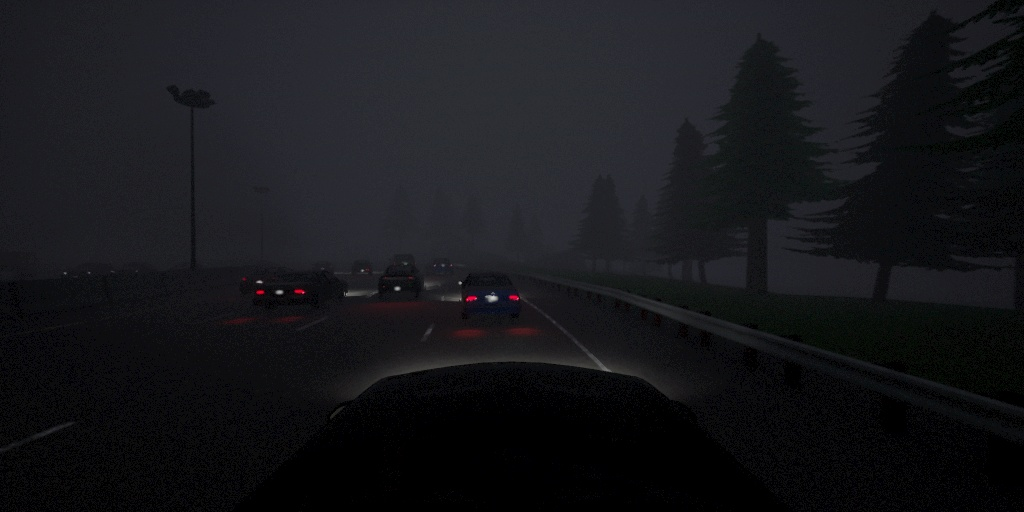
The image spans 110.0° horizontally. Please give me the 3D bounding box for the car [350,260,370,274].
[{"bbox_3d":[-14.936,1.109,35.580,1.837,1.490,4.892,0,0,-25],"label":"car"}]

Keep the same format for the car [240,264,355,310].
[{"bbox_3d":[-8.227,1.253,14.483,2.033,1.411,5.357,0,0,-10],"label":"car"}]

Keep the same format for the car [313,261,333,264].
[{"bbox_3d":[-18.894,1.182,35.791,1.994,1.385,4.181,0,0,-25],"label":"car"}]

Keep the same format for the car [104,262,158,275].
[{"bbox_3d":[-32.087,1.228,30.601,1.812,1.442,4.674,0,0,-28],"label":"car"}]

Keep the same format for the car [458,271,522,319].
[{"bbox_3d":[-0.882,1.235,12.620,2.033,1.411,5.357,0,0,-8],"label":"car"}]

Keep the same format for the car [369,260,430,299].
[{"bbox_3d":[-5.380,1.166,17.775,2.128,1.511,4.902,0,0,-11],"label":"car"}]

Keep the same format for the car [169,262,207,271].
[{"bbox_3d":[-29.078,1.244,32.329,1.994,1.385,4.181,0,0,-28],"label":"car"}]

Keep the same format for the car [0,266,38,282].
[{"bbox_3d":[-37.606,1.352,26.151,1.895,1.301,4.718,0,0,-27],"label":"car"}]

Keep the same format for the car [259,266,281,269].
[{"bbox_3d":[-12.995,1.257,19.719,1.994,1.385,4.181,0,0,-13],"label":"car"}]

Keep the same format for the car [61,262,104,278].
[{"bbox_3d":[-36.250,1.264,31.054,2.033,1.411,5.357,0,0,-30],"label":"car"}]

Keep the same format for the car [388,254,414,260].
[{"bbox_3d":[-10.657,0.814,34.728,2.150,2.045,5.566,0,0,-23],"label":"car"}]

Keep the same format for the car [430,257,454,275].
[{"bbox_3d":[-7.211,0.926,35.380,2.097,1.767,4.553,0,0,-22],"label":"car"}]
